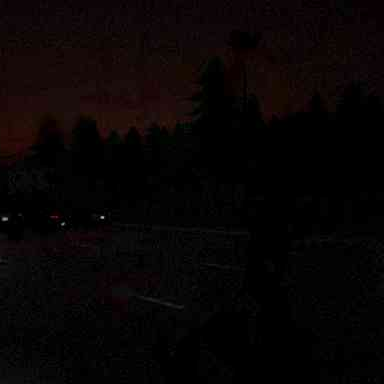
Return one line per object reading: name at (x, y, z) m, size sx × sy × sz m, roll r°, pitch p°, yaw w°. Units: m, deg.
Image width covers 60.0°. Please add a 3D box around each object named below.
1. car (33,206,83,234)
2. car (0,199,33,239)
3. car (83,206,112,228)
car at (-9.185, 1.630, 20.234) m, size 4.902 × 1.511 × 2.128 m, roll -1°, pitch 0°, yaw 38°
car at (-10.686, 1.369, 16.966) m, size 5.566 × 2.045 × 2.150 m, roll -1°, pitch 0°, yaw 38°
car at (-7.553, 1.691, 23.398) m, size 4.181 × 1.385 × 1.994 m, roll -1°, pitch 0°, yaw 38°
